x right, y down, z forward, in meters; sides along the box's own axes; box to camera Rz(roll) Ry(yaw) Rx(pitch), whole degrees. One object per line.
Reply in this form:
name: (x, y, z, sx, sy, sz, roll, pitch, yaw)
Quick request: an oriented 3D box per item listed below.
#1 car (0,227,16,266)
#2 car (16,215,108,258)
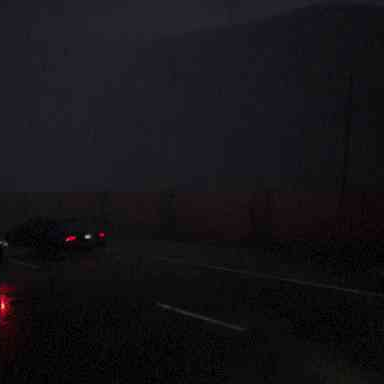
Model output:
car: (-7.564, 1.607, 10.442, 4.674, 1.442, 1.812, -1, -1, 40)
car: (-5.584, 1.639, 13.317, 5.357, 1.411, 2.033, 0, 0, 40)
